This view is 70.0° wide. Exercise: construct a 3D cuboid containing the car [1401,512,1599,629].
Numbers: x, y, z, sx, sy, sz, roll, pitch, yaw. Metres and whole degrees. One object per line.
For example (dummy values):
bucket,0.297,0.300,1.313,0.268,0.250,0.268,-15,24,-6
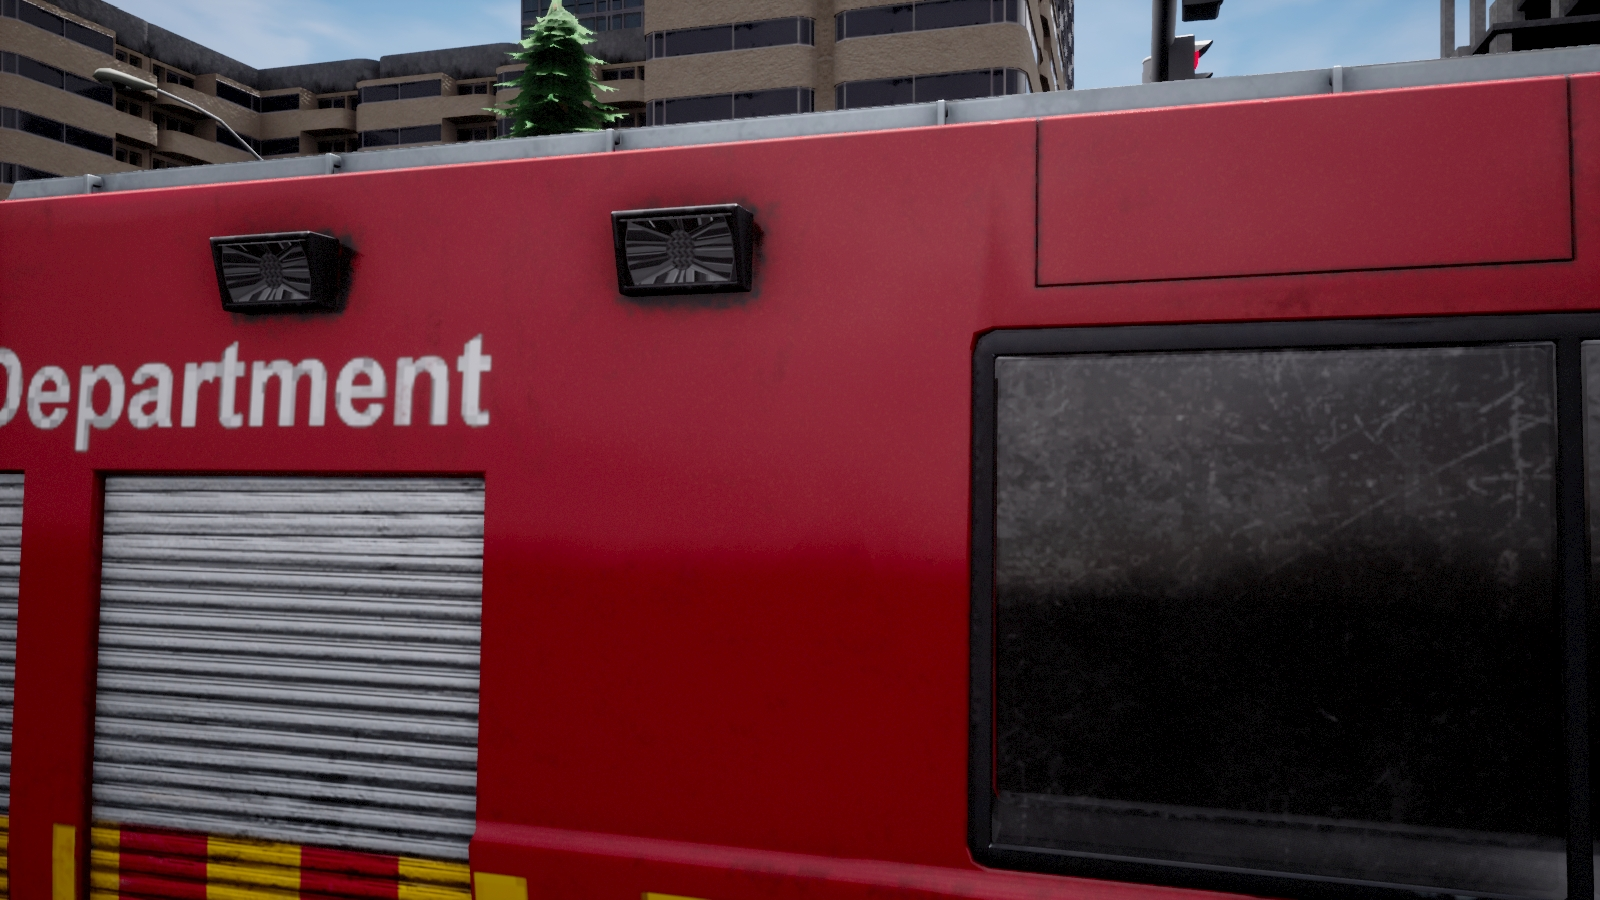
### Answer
car,12.484,2.037,20.491,2.038,1.542,4.974,0,0,16
